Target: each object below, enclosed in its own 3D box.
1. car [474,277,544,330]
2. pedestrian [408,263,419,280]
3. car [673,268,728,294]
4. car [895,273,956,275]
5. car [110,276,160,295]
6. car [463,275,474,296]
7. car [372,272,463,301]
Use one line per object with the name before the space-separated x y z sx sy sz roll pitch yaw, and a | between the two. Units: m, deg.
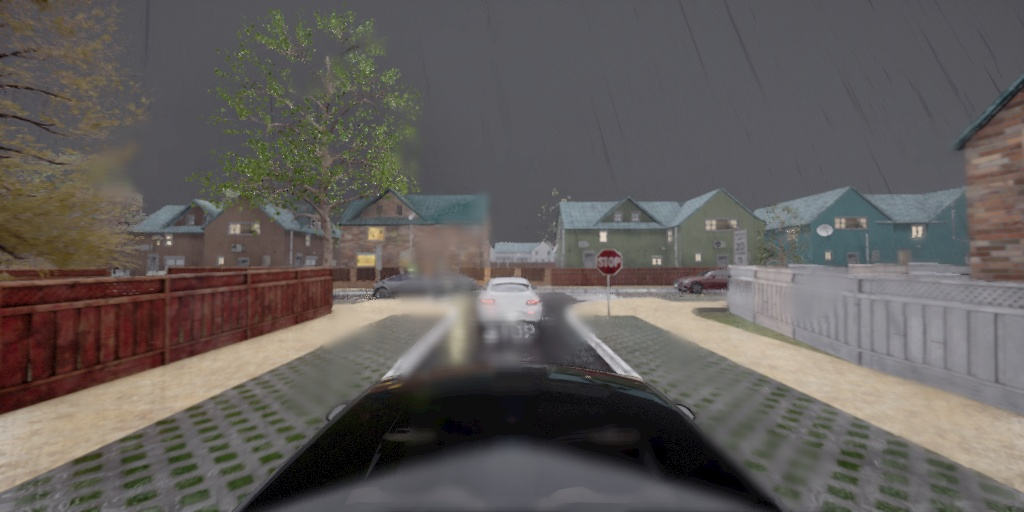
car | -0.110 1.381 11.428 1.812 1.442 4.674 0 -1 -3
pedestrian | -6.720 1.350 24.204 0.375 1.860 0.375 0 -1 1
car | 11.944 1.458 21.041 4.674 1.442 1.812 0 -2 1
car | 22.991 1.348 20.905 4.892 1.490 1.837 0 -2 1
car | -19.981 1.742 18.499 4.718 1.301 1.895 -1 -2 1
car | -4.137 1.642 21.247 4.181 1.385 1.994 -1 -2 1
car | -4.875 1.544 18.310 4.181 1.385 1.994 -1 -2 1
